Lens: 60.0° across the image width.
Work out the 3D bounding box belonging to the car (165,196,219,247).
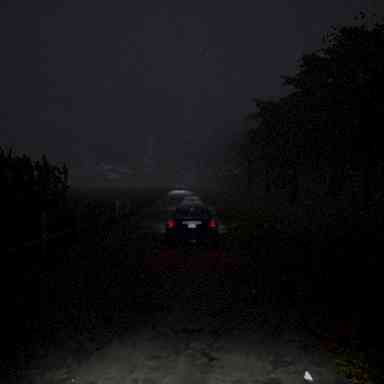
[{"bbox_3d":[0.000,1.258,14.612,2.097,1.767,4.553,0,1,0],"label":"car"}]

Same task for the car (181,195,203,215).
[{"bbox_3d":[0.001,1.089,29.631,1.812,1.442,4.674,0,2,0],"label":"car"}]

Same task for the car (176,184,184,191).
[{"bbox_3d":[-2.749,-1.042,75.958,1.895,1.301,4.718,0,4,0],"label":"car"}]
